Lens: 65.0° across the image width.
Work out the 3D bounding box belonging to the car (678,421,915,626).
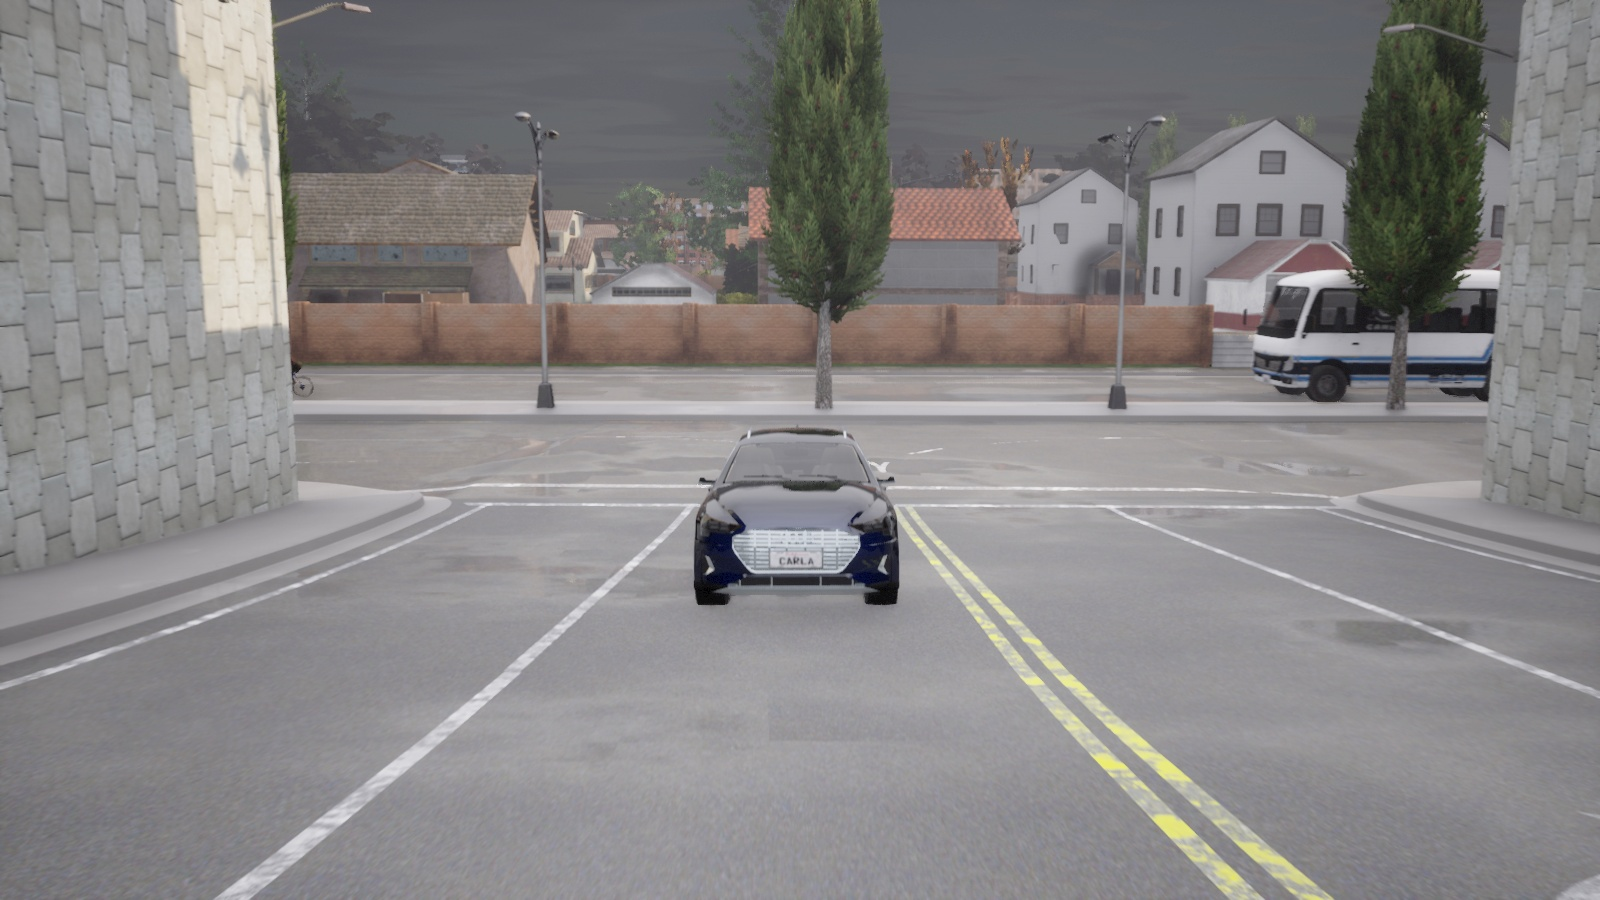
[{"bbox_3d":[-0.020,0.587,13.304,2.033,1.649,4.856,-1,3,0],"label":"car"}]

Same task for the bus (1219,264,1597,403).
[{"bbox_3d":[19.659,-3.925,41.295,10.273,4.253,3.944,0,9,-1],"label":"bus"}]
